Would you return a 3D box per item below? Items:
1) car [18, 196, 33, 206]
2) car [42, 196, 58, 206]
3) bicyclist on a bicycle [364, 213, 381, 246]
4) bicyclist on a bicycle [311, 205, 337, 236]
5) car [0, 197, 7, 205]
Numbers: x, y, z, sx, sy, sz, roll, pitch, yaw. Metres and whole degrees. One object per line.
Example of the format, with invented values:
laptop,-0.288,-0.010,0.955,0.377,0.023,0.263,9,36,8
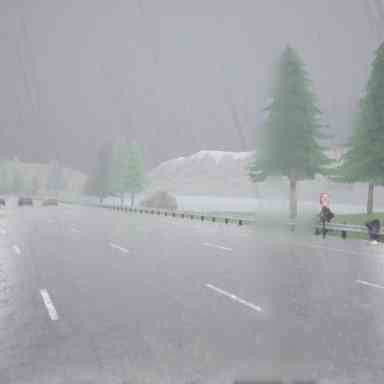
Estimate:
car,-27.550,1.481,54.945,2.128,1.511,4.902,0,0,-33
car,-23.648,1.467,55.351,1.882,1.535,5.008,0,0,-33
bicyclist on a bicycle,7.842,1.727,14.414,0.582,1.656,1.620,1,0,40
bicyclist on a bicycle,6.760,1.417,16.888,1.656,1.620,0.582,3,-1,-19
car,-32.459,1.515,56.098,1.812,1.442,4.674,0,0,-32
